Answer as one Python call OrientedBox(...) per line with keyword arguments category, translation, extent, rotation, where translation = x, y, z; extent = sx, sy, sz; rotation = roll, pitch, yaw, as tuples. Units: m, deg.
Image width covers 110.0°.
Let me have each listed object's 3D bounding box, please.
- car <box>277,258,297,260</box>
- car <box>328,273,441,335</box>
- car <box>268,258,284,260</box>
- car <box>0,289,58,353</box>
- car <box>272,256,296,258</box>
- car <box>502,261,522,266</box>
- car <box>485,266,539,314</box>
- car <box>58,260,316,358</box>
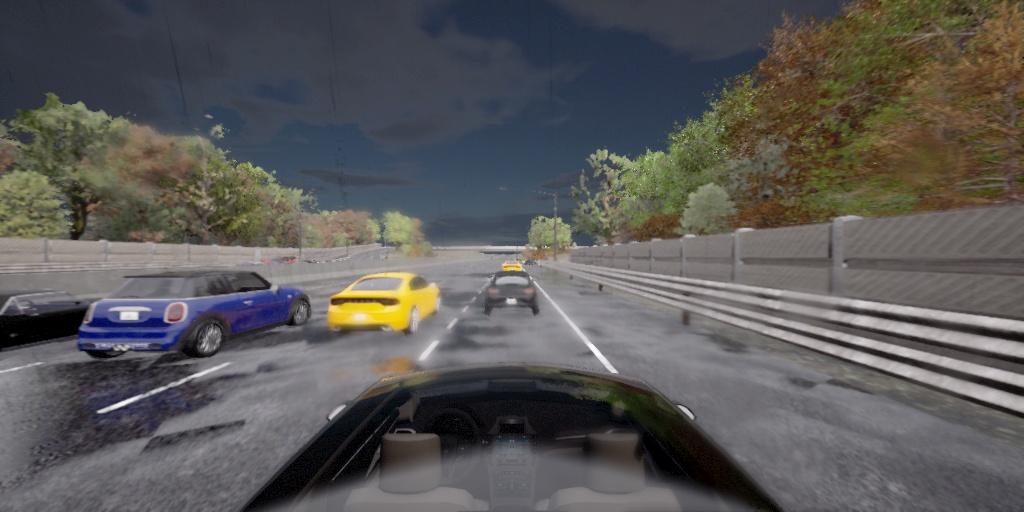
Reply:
OrientedBox(category="car", translation=(-21.057, 1.248, 35.852), extent=(1.837, 1.490, 4.892), rotation=(0, 1, 1))
OrientedBox(category="car", translation=(-3.399, 1.219, 10.502), extent=(1.882, 1.535, 5.008), rotation=(0, 0, 0))
OrientedBox(category="car", translation=(-24.553, 1.238, 37.493), extent=(2.128, 1.511, 4.902), rotation=(0, 0, 1))
OrientedBox(category="car", translation=(-10.400, 1.345, 7.662), extent=(1.895, 1.301, 4.718), rotation=(0, 0, 0))
OrientedBox(category="car", translation=(-31.552, 0.981, 48.918), extent=(2.150, 2.045, 5.566), rotation=(0, 0, 1))
OrientedBox(category="car", translation=(-0.006, 1.225, 36.172), extent=(1.882, 1.535, 5.008), rotation=(0, 0, 0))
OrientedBox(category="car", translation=(-0.002, 1.266, 13.541), extent=(1.812, 1.442, 4.674), rotation=(0, 0, 0))
OrientedBox(category="car", translation=(-6.902, 1.095, 8.592), extent=(2.097, 1.767, 4.553), rotation=(0, 0, 0))
